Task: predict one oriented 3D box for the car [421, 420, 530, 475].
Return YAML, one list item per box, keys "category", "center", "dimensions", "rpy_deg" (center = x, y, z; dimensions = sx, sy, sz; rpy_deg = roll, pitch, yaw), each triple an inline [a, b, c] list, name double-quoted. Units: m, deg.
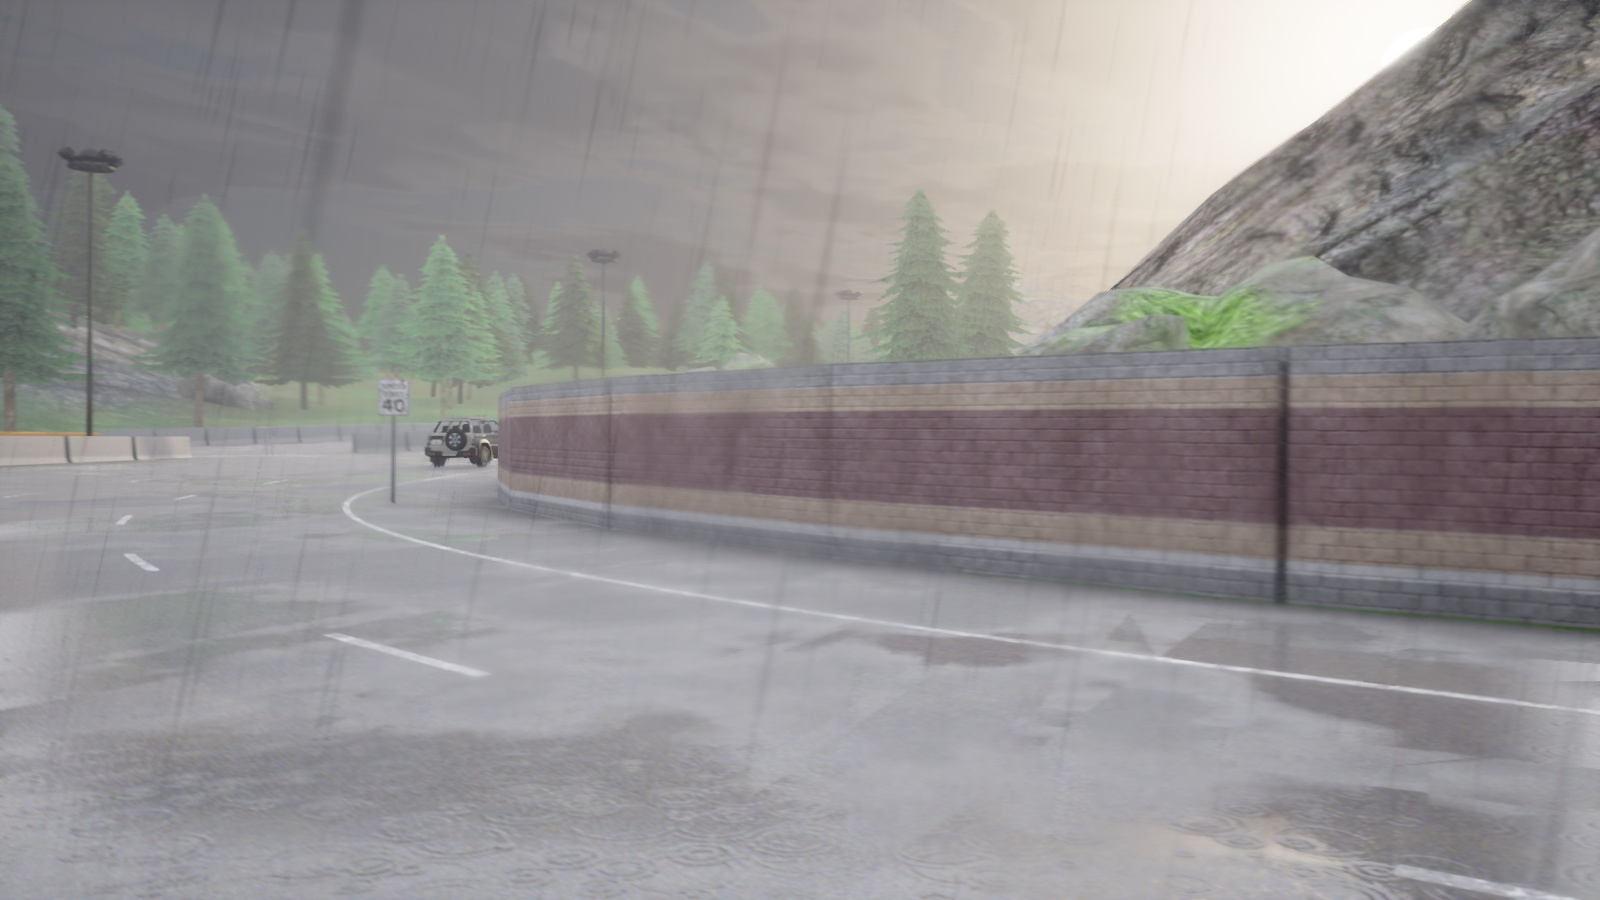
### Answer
- category: "car"
  center: [-11.675, -0.122, 45.551]
  dimensions: [1.932, 1.855, 4.605]
  rpy_deg: [-1, 1, 12]
